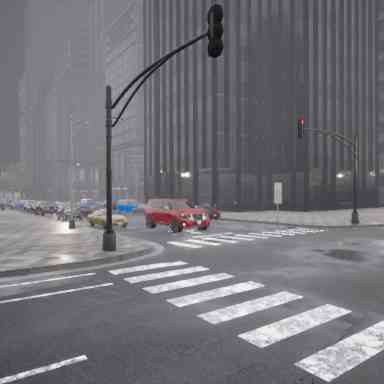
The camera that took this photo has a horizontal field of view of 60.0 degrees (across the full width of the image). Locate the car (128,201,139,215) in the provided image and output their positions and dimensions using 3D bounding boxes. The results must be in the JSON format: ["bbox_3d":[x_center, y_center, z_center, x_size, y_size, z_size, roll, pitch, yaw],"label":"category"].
[{"bbox_3d":[-5.251,2.004,37.766,1.802,1.307,4.206,-1,0,-35],"label":"car"}]

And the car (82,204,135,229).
[{"bbox_3d":[-6.240,1.843,24.397,1.752,1.417,4.829,-1,0,-35],"label":"car"}]

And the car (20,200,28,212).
[{"bbox_3d":[-23.298,2.156,48.448,1.967,1.590,4.097,-1,0,-35],"label":"car"}]

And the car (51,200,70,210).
[{"bbox_3d":[-22.986,2.270,57.990,1.882,1.535,5.008,0,-1,-35],"label":"car"}]

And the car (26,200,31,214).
[{"bbox_3d":[-20.470,2.195,44.463,1.887,1.381,4.507,-1,0,-35],"label":"car"}]

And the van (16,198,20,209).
[{"bbox_3d":[-26.126,2.122,52.434,1.690,1.788,3.998,-1,0,-35],"label":"van"}]

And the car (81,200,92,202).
[{"bbox_3d":[-17.005,2.256,49.606,1.895,1.301,4.718,0,-1,-35],"label":"car"}]

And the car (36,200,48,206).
[{"bbox_3d":[-37.670,2.709,83.456,2.008,1.369,4.403,-1,0,-35],"label":"car"}]

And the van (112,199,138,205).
[{"bbox_3d":[-8.195,1.832,41.919,1.690,1.788,3.998,-1,0,-35],"label":"van"}]

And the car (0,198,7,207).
[{"bbox_3d":[-41.210,2.666,73.710,1.887,1.381,4.507,-1,0,-35],"label":"car"}]

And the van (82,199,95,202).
[{"bbox_3d":[-17.008,2.037,54.378,1.690,1.788,3.998,-1,0,-35],"label":"van"}]

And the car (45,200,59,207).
[{"bbox_3d":[-31.650,2.594,74.968,1.947,1.339,4.313,-1,0,-35],"label":"car"}]

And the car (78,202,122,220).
[{"bbox_3d":[-9.271,1.976,33.295,2.033,1.411,5.357,0,-1,-35],"label":"car"}]

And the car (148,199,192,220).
[{"bbox_3d":[-2.319,1.668,33.613,2.192,1.841,5.009,-1,0,-35],"label":"car"}]

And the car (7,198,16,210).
[{"bbox_3d":[-31.880,2.353,60.550,1.967,1.590,4.097,-1,0,-35],"label":"car"}]

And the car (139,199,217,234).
[{"bbox_3d":[-1.125,1.457,21.725,2.150,2.045,5.566,0,-1,-34],"label":"car"}]

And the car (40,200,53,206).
[{"bbox_3d":[-34.660,2.660,79.213,1.947,1.339,4.313,-1,0,-35],"label":"car"}]

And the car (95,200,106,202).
[{"bbox_3d":[-11.133,1.875,46.072,2.192,1.841,5.009,-1,0,-35],"label":"car"}]

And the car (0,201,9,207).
[{"bbox_3d":[-44.320,2.770,78.096,1.802,1.307,4.206,-1,0,-35],"label":"car"}]

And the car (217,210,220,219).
[{"bbox_3d":[0.624,1.828,29.460,1.887,1.381,4.507,-1,0,-35],"label":"car"}]

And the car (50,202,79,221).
[{"bbox_3d":[-11.991,2.004,32.506,2.008,1.369,4.403,-1,0,-35],"label":"car"}]

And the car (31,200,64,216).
[{"bbox_3d":[-17.649,1.900,40.478,2.192,1.841,5.009,-1,0,-35],"label":"car"}]

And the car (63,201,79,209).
[{"bbox_3d":[-22.623,2.406,62.238,1.802,1.307,4.206,-1,0,-35],"label":"car"}]
